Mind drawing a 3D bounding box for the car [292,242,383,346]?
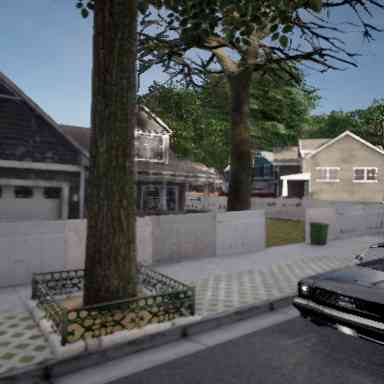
[{"bbox_3d":[3.925,1.591,5.856,4.718,1.301,1.895,0,0,-35],"label":"car"}]
